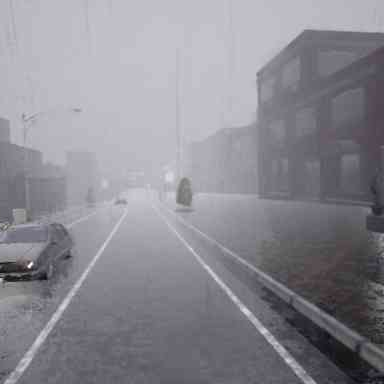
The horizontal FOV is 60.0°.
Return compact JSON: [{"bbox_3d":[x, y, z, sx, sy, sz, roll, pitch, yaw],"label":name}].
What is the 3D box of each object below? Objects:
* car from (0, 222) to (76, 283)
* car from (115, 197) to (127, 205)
[{"bbox_3d":[-4.983,1.700,10.453,2.033,1.411,5.357,-2,0,-9],"label":"car"},{"bbox_3d":[-12.206,1.579,57.381,1.895,1.301,4.718,-2,0,-9],"label":"car"}]
